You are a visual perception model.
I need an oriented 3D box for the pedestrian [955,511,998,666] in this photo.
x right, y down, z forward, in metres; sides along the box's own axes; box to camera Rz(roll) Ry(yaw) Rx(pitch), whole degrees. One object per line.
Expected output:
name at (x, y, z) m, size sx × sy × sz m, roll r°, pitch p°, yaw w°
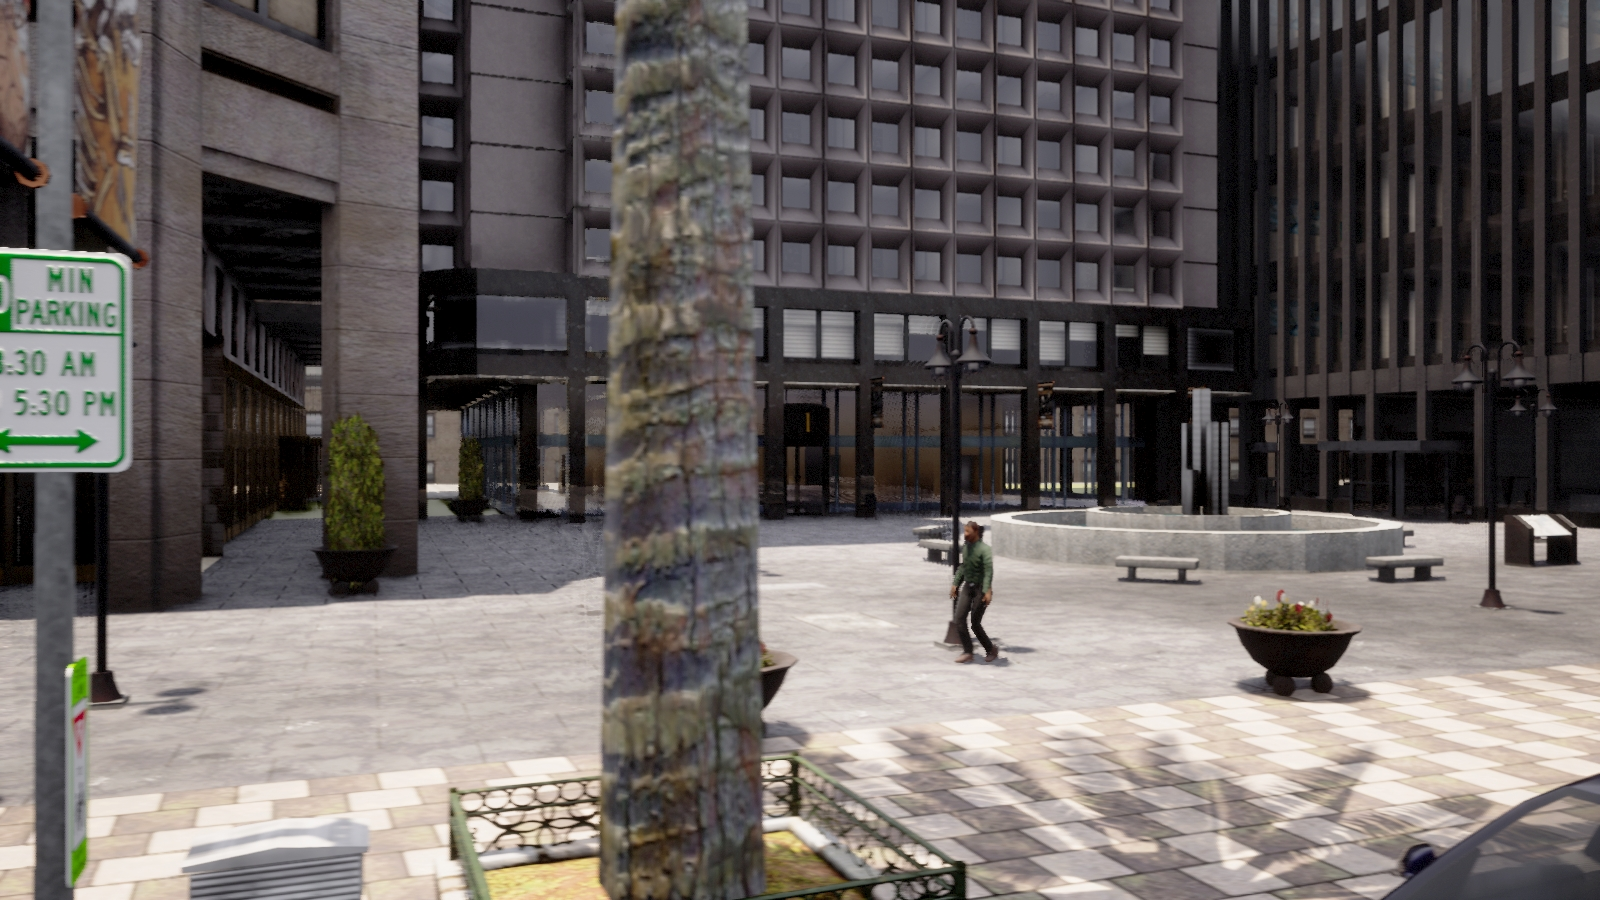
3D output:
pedestrian at (2.202, 1.706, 14.233) m, size 0.375 × 1.860 × 0.375 m, roll 0°, pitch 0°, yaw -32°
